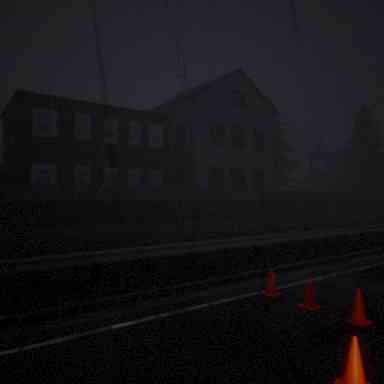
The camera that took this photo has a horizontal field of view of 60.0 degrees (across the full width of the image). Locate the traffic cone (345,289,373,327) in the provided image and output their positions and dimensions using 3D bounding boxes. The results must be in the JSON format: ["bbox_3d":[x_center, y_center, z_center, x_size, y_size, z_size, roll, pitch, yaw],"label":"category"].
[{"bbox_3d":[2.968,2.018,5.918,0.340,0.580,0.340,1,0,-36],"label":"traffic cone"}]

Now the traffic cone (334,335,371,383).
[{"bbox_3d":[1.926,1.996,3.939,0.340,0.580,0.340,1,0,-36],"label":"traffic cone"}]

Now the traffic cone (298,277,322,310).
[{"bbox_3d":[2.385,2.019,6.730,0.340,0.580,0.340,1,0,-36],"label":"traffic cone"}]

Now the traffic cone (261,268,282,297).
[{"bbox_3d":[1.803,2.019,7.543,0.340,0.580,0.340,1,0,-36],"label":"traffic cone"}]
